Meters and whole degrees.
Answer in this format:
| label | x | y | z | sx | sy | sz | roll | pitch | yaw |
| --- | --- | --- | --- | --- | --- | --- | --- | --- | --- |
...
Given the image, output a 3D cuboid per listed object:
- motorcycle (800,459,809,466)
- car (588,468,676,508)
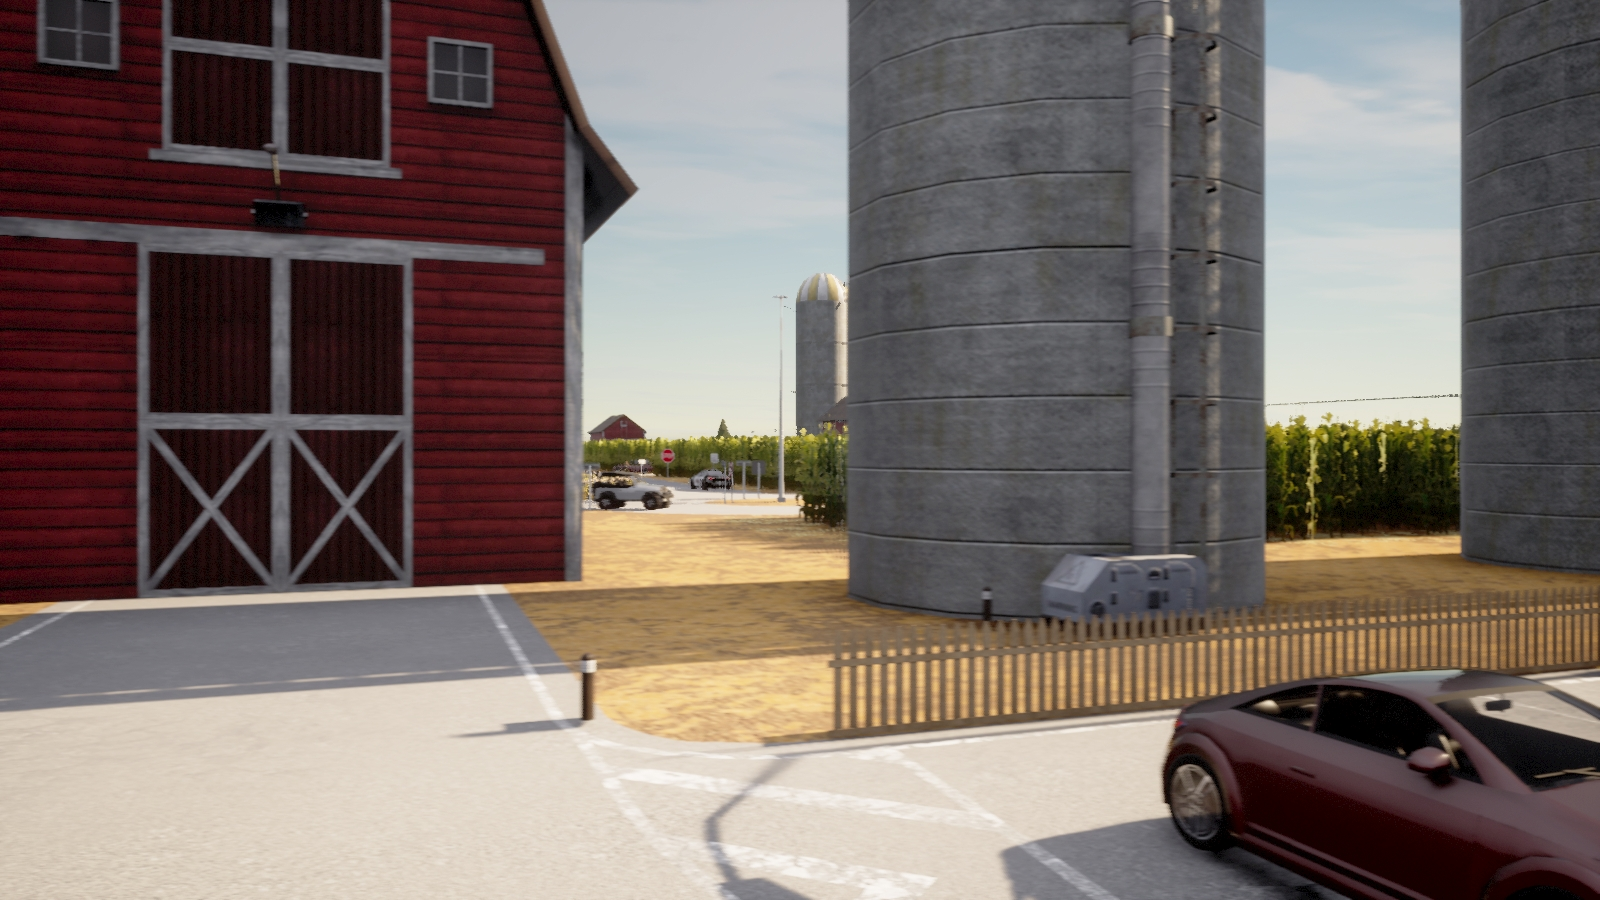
| label | x | y | z | sx | sy | sz | roll | pitch | yaw |
| --- | --- | --- | --- | --- | --- | --- | --- | --- | --- |
| motorcycle | 0.708 | 2.154 | 198.157 | 0.764 | 1.307 | 2.356 | 0 | 0 | -21 |
| car | -8.277 | 1.857 | 56.336 | 3.866 | 1.878 | 1.905 | 0 | 0 | 11 |
